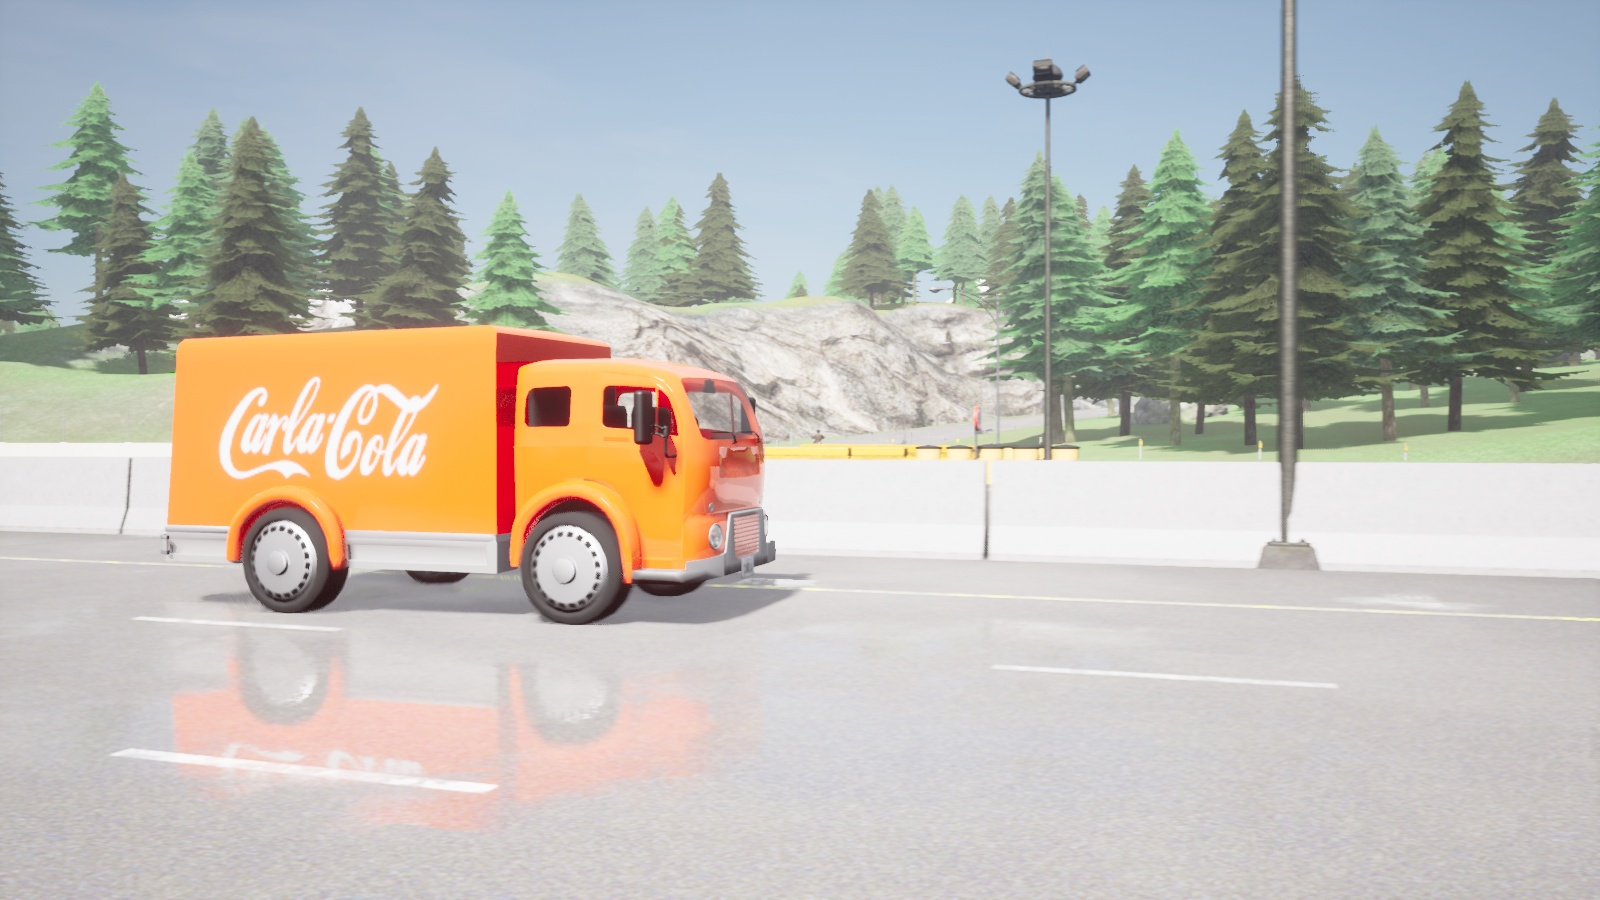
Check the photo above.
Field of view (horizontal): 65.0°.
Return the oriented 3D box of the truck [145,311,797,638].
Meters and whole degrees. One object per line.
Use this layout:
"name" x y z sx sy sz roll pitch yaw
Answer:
"truck" -2.914 0.144 11.551 5.204 2.467 2.627 1 1 19
